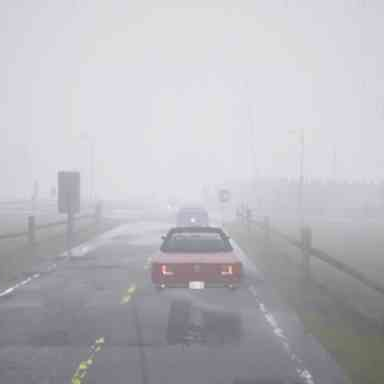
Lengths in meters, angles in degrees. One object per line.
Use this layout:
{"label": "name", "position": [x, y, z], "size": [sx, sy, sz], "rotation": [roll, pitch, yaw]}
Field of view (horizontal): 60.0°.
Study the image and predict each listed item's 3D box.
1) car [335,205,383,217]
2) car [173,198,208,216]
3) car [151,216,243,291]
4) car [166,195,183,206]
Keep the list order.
{"label": "car", "position": [16.759, 1.910, 32.928], "size": [4.718, 1.301, 1.895], "rotation": [1, 0, 1]}
{"label": "car", "position": [-0.085, 1.397, 20.744], "size": [1.882, 1.535, 5.008], "rotation": [0, 0, -4]}
{"label": "car", "position": [0.105, 1.566, 8.869], "size": [1.895, 1.301, 4.718], "rotation": [0, 0, 0]}
{"label": "car", "position": [-2.803, 1.382, 50.768], "size": [1.994, 1.385, 4.181], "rotation": [0, 0, 0]}
